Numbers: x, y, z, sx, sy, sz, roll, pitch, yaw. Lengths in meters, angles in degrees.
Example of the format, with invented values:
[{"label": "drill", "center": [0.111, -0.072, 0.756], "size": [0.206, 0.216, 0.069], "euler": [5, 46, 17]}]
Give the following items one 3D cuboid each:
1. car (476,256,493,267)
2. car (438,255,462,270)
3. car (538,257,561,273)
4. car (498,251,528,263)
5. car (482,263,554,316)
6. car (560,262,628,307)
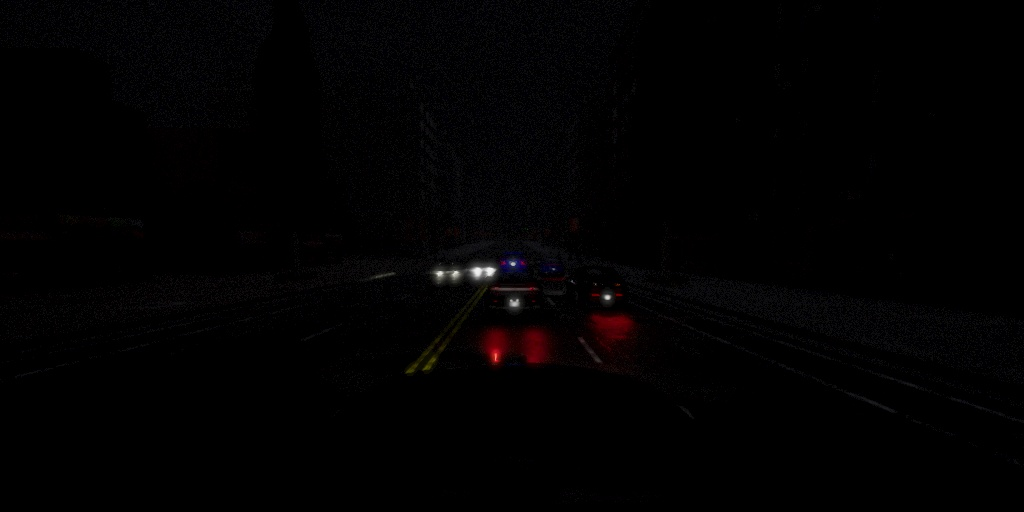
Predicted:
[{"label": "car", "center": [-3.332, 0.640, 43.847], "size": [1.895, 1.301, 4.718], "euler": [0, 2, 0]}, {"label": "car", "center": [-6.595, 0.668, 38.543], "size": [1.882, 1.535, 5.008], "euler": [0, 1, 0]}, {"label": "car", "center": [3.339, 0.851, 31.267], "size": [1.882, 1.535, 5.008], "euler": [0, 1, 0]}, {"label": "car", "center": [0.087, 0.641, 29.138], "size": [2.150, 2.045, 5.566], "euler": [0, 1, 0]}, {"label": "car", "center": [0.078, 1.169, 12.920], "size": [2.128, 1.511, 4.902], "euler": [0, 1, 0]}, {"label": "car", "center": [3.337, 1.159, 14.898], "size": [1.837, 1.490, 4.892], "euler": [0, 1, 0]}]
